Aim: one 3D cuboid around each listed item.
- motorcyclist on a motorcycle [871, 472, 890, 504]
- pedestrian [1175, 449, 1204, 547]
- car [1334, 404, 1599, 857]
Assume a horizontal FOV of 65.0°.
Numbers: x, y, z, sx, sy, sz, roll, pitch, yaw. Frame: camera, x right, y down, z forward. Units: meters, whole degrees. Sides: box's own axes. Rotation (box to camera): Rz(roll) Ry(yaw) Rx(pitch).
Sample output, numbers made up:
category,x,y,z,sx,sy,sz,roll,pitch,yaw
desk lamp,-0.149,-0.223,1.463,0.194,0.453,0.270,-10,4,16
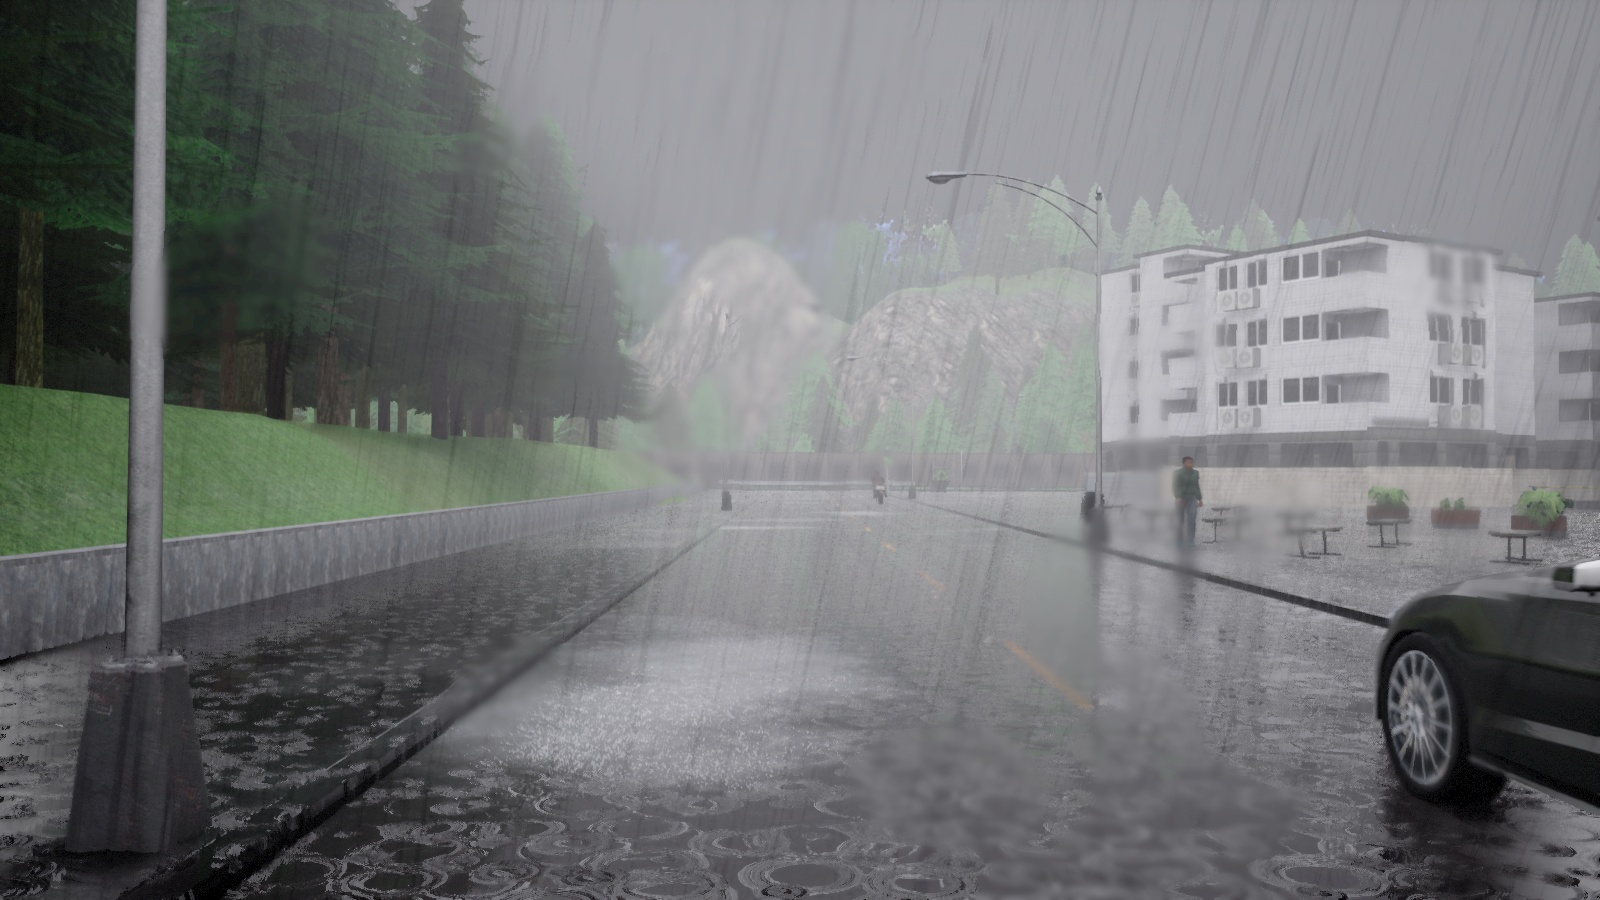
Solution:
category,x,y,z,sx,sy,sz,roll,pitch,yaw
motorcyclist on a motorcycle,3.868,1.809,60.392,0.797,1.523,2.044,0,-1,0
pedestrian,7.460,0.904,24.039,0.353,1.847,0.614,0,-1,0
car,3.989,0.651,4.311,2.152,1.651,5.027,0,-1,0
